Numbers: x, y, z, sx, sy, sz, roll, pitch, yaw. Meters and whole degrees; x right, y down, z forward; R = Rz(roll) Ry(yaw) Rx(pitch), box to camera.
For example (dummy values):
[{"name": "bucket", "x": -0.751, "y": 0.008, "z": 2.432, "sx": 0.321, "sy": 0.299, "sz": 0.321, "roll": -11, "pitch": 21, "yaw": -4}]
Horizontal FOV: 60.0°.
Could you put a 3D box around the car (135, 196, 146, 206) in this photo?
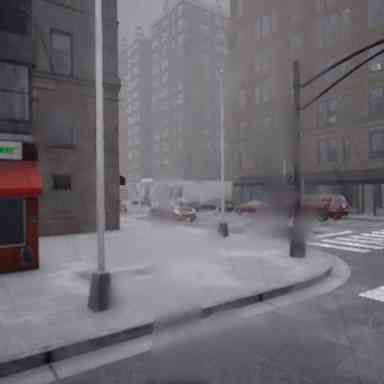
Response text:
[{"name": "car", "x": -7.131, "y": 1.277, "z": 46.698, "sx": 1.947, "sy": 1.339, "sz": 4.313, "roll": -1, "pitch": 1, "yaw": -35}]

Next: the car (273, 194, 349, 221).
[{"name": "car", "x": 8.754, "y": 1.057, "z": 24.105, "sx": 2.192, "sy": 1.841, "sz": 5.009, "roll": -1, "pitch": 1, "yaw": -35}]

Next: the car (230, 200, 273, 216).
[{"name": "car", "x": 5.579, "y": 1.318, "z": 28.625, "sx": 1.802, "sy": 1.307, "sz": 4.206, "roll": -1, "pitch": 1, "yaw": -35}]

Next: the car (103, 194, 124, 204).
[{"name": "car", "x": -13.236, "y": 1.198, "z": 55.878, "sx": 1.837, "sy": 1.490, "sz": 4.892, "roll": -1, "pitch": 1, "yaw": -35}]

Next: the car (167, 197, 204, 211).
[{"name": "car", "x": -0.776, "y": 1.275, "z": 37.662, "sx": 2.008, "sy": 1.369, "sz": 4.403, "roll": -1, "pitch": 1, "yaw": -35}]

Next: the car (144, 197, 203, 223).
[{"name": "car", "x": -1.381, "y": 1.279, "z": 23.699, "sx": 1.967, "sy": 1.590, "sz": 4.097, "roll": -1, "pitch": 1, "yaw": -35}]

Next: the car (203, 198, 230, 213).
[{"name": "car", "x": 2.401, "y": 1.296, "z": 33.143, "sx": 1.947, "sy": 1.339, "sz": 4.313, "roll": -1, "pitch": 1, "yaw": -35}]

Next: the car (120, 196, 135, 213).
[{"name": "car", "x": -7.737, "y": 1.378, "z": 32.739, "sx": 2.008, "sy": 1.369, "sz": 4.403, "roll": -1, "pitch": 1, "yaw": -35}]

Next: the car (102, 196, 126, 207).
[{"name": "car", "x": -11.279, "y": 1.267, "z": 47.731, "sx": 1.812, "sy": 1.442, "sz": 4.674, "roll": -1, "pitch": 1, "yaw": -35}]
